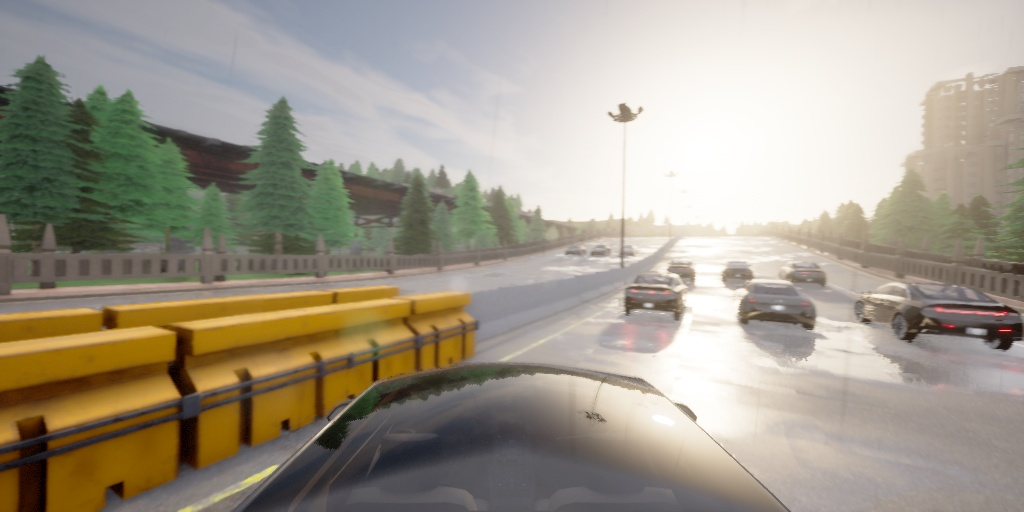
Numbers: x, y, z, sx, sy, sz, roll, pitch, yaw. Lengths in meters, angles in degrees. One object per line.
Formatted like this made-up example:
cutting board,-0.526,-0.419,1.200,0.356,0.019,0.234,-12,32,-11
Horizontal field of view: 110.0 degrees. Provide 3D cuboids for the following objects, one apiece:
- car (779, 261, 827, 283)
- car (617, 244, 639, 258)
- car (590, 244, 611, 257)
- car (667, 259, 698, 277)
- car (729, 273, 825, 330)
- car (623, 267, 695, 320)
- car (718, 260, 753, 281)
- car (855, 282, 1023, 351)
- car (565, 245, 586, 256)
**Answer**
car,18.792,1.079,23.348,2.128,1.511,4.902,1,4,29
car,14.812,-0.707,45.647,1.812,1.442,4.674,1,7,29
car,11.731,-0.793,47.304,1.837,1.490,4.892,1,7,29
car,12.628,0.948,26.663,2.128,1.511,4.902,1,4,29
car,8.900,1.507,12.446,1.994,1.385,4.181,1,1,29
car,5.537,1.367,13.594,2.128,1.511,4.902,1,1,29
car,16.208,0.985,25.910,1.812,1.442,4.674,1,4,29
car,11.675,1.499,10.230,2.128,1.511,4.902,1,1,29
car,8.697,-0.808,49.045,1.994,1.385,4.181,1,7,29
